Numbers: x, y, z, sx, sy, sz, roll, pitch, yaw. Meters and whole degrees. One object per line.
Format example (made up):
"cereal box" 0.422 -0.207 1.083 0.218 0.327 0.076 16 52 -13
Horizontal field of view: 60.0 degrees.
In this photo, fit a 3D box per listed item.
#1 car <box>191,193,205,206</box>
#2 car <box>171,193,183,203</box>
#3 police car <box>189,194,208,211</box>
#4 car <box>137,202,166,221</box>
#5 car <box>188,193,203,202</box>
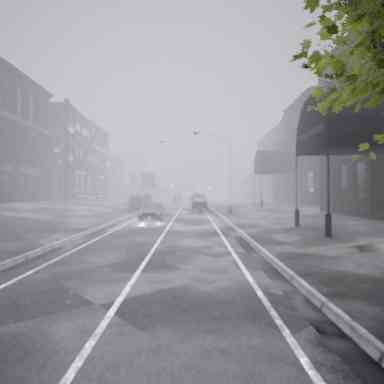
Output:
"car" 0.912 1.193 55.295 2.150 2.045 5.566 0 0 0
"car" -2.986 1.212 68.357 2.150 2.045 5.566 0 0 0
"police car" 0.908 1.363 39.370 1.930 1.638 5.238 0 0 0
"car" -3.095 1.492 26.703 2.033 1.411 5.357 0 0 0
"car" 0.910 1.177 49.294 2.150 2.045 5.566 0 0 0
